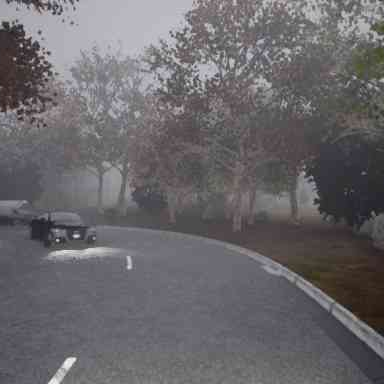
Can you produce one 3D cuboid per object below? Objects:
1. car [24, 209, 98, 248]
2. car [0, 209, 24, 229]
[{"bbox_3d":[-5.724,1.535,14.605,1.994,1.385,4.181,2,-2,-38],"label":"car"},{"bbox_3d":[-12.602,1.815,22.926,4.718,1.301,1.895,0,-3,11],"label":"car"}]
